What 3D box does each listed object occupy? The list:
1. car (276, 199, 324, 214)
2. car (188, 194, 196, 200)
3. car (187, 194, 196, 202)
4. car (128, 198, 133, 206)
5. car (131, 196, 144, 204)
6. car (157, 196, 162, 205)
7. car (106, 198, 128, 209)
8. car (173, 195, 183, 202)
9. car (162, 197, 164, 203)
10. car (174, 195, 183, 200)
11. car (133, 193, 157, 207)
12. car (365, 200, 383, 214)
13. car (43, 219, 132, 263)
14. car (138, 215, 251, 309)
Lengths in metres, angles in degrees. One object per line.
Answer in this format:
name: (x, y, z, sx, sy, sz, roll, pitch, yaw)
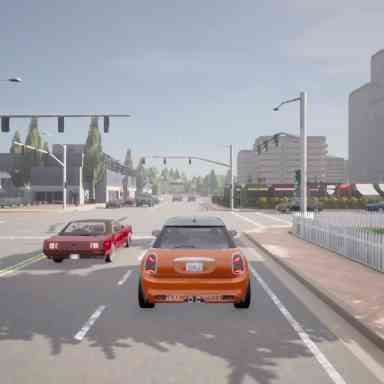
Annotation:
car: (11.249, 1.491, 34.718, 4.902, 1.511, 2.128, 0, 0, -2)
car: (-0.057, 1.398, 87.667, 2.128, 1.511, 4.902, 0, 0, 0)
car: (-0.051, 1.531, 77.391, 2.033, 1.411, 5.357, 0, 0, 0)
car: (-10.622, 1.601, 55.049, 1.895, 1.301, 4.718, 0, 0, 0)
car: (-10.588, 1.564, 64.997, 1.994, 1.385, 4.181, 0, 0, 0)
car: (-7.111, 1.564, 60.520, 1.994, 1.385, 4.181, 0, 0, 0)
car: (-10.628, 1.564, 46.287, 1.994, 1.385, 4.181, 0, 0, 0)
car: (-3.551, 1.513, 77.708, 1.812, 1.442, 4.674, 0, 0, 0)
car: (-7.046, 1.524, 70.845, 1.812, 1.442, 4.674, 0, 0, 0)
car: (-3.557, 1.425, 87.663, 1.994, 1.385, 4.181, 0, 0, 0)
car: (-7.129, 1.221, 51.114, 2.150, 2.045, 5.566, 0, 0, 1)
car: (20.893, 1.478, 34.962, 5.008, 1.535, 1.882, 0, 0, -2)
car: (-3.424, 1.601, 11.949, 1.895, 1.301, 4.718, 0, 0, 0)
car: (0.059, 1.352, 8.056, 2.097, 1.767, 4.553, 0, 0, 0)
